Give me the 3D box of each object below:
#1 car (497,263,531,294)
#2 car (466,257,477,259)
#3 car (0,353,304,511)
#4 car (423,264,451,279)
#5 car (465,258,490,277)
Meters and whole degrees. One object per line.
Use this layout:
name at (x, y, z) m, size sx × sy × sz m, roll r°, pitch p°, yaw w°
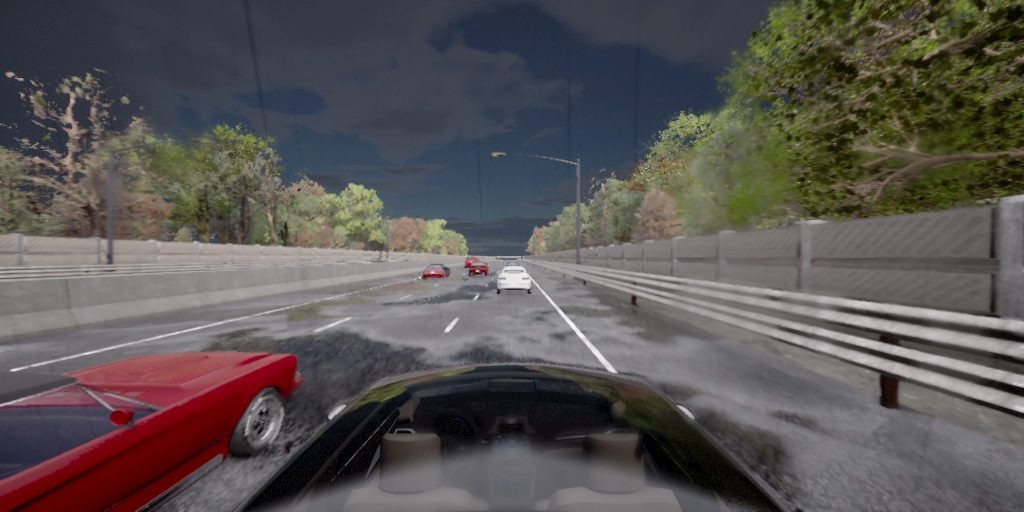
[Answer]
car at (0.105, 1.314, 20.669) m, size 1.812 × 1.442 × 4.674 m, roll 0°, pitch 0°, yaw 0°
car at (-6.895, 1.140, 62.612) m, size 2.150 × 2.045 × 5.566 m, roll 0°, pitch 0°, yaw 0°
car at (-3.402, 1.352, 2.104) m, size 1.895 × 1.301 × 4.718 m, roll 0°, pitch 0°, yaw 0°
car at (-6.898, 1.387, 33.211) m, size 1.994 × 1.385 × 4.181 m, roll 0°, pitch 0°, yaw 0°
car at (-3.395, 1.314, 37.749) m, size 1.882 × 1.535 × 5.008 m, roll 0°, pitch 0°, yaw 0°
